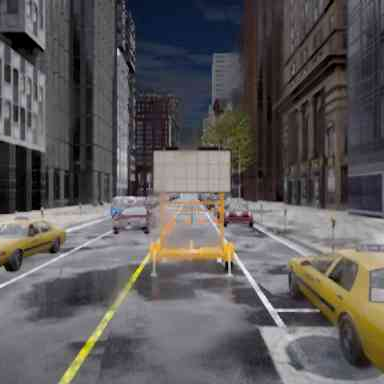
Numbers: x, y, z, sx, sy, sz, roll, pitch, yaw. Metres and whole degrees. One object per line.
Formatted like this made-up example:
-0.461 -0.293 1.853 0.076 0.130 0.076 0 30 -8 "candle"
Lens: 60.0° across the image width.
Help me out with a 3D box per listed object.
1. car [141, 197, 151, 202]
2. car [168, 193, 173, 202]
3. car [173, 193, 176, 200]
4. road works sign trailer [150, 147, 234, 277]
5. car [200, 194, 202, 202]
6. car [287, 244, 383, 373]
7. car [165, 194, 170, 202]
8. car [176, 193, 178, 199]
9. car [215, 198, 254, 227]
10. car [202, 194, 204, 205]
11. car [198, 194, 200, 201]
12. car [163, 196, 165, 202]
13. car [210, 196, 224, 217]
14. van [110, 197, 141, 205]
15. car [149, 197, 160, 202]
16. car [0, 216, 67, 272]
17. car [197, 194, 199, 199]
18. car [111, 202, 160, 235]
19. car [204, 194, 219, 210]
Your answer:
-5.667 1.516 33.541 1.947 1.339 4.313 0 0 0 "car"
-5.668 1.494 72.843 1.752 1.417 4.829 0 0 0 "car"
-5.669 1.296 78.652 2.192 1.841 5.009 0 0 0 "car"
0.000 0.443 10.187 2.380 3.560 2.880 0 0 0 "road works sign trailer"
2.858 1.397 56.084 1.967 1.590 4.097 0 0 0 "car"
2.866 1.513 5.532 1.752 1.417 4.829 0 0 1 "car"
-5.667 1.541 61.736 1.802 1.307 4.206 0 0 0 "car"
-5.669 1.324 89.930 2.192 1.841 5.009 0 0 0 "car"
2.859 1.399 22.248 1.967 1.590 4.097 0 0 0 "car"
2.858 1.267 44.805 2.192 1.841 5.009 0 0 0 "car"
2.857 1.551 73.003 1.802 1.307 4.206 0 0 0 "car"
-5.667 1.499 50.458 1.887 1.381 4.507 0 0 0 "car"
2.859 1.393 27.886 1.967 1.590 4.097 0 0 0 "car"
-5.666 1.294 27.902 1.690 1.788 3.998 0 0 0 "van"
-5.667 1.392 44.819 1.967 1.590 4.097 0 0 0 "car"
-5.667 1.504 10.778 1.752 1.417 4.829 0 0 1 "car"
2.857 1.547 78.641 1.947 1.339 4.313 0 0 0 "car"
-3.101 1.489 18.624 1.812 1.442 4.674 0 0 0 "car"
2.858 1.266 39.166 2.192 1.841 5.009 0 0 0 "car"
